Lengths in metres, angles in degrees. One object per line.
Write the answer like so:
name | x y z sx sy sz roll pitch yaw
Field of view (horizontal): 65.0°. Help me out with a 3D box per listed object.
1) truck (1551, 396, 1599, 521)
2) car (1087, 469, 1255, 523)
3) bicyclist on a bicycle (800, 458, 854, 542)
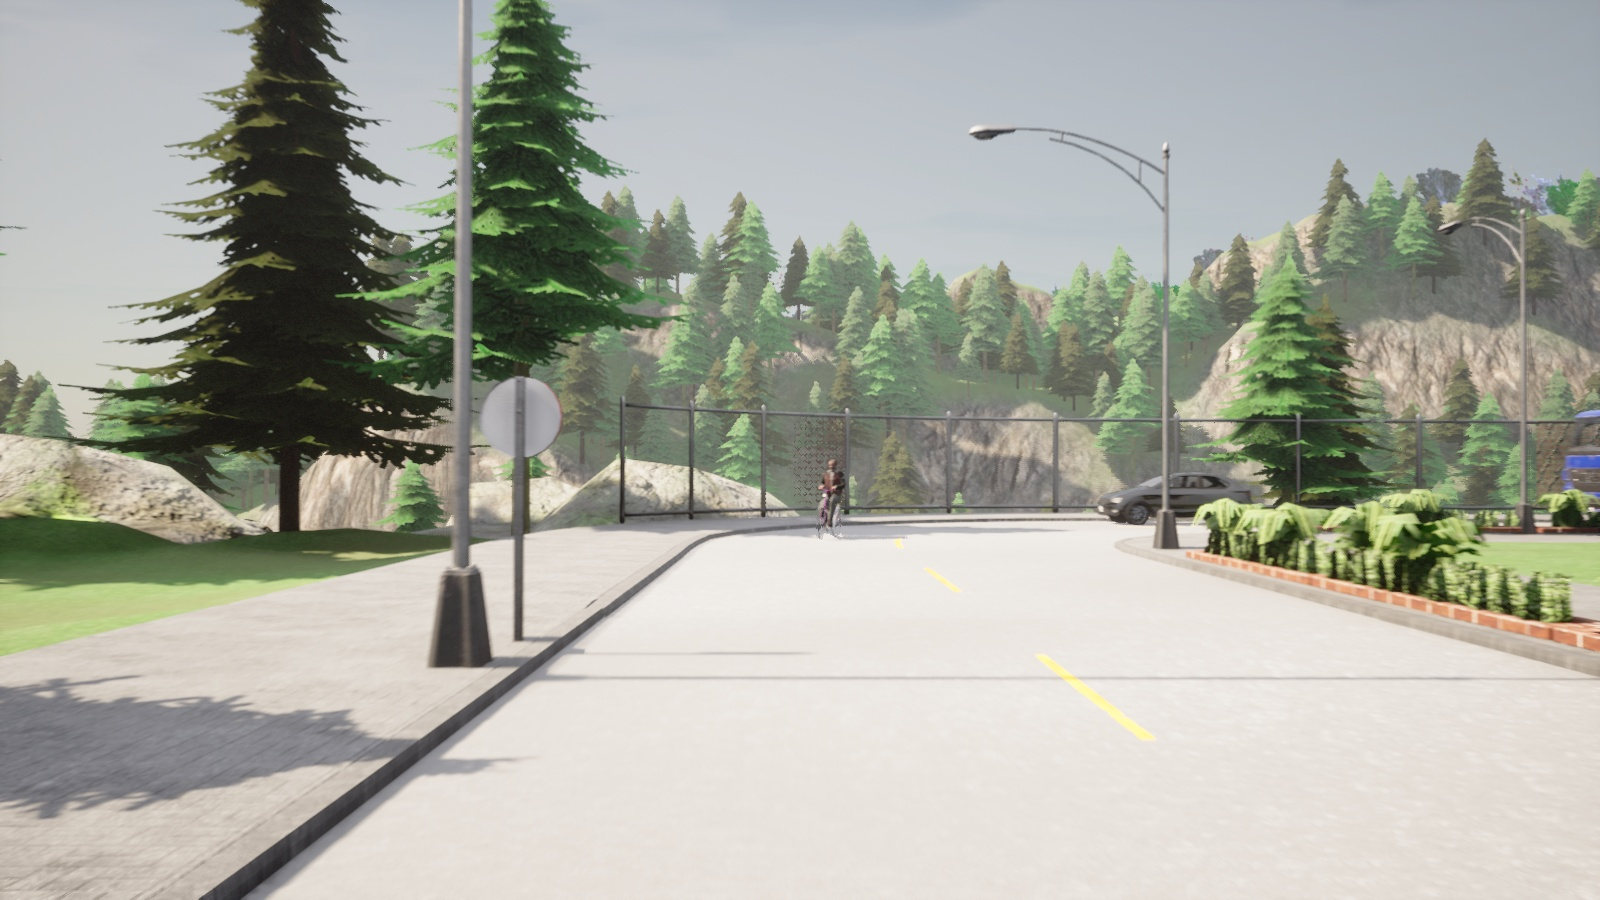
truck | 26.291 0.233 35.841 7.936 3.462 2.891 0 -1 0
car | 10.474 1.289 35.627 4.193 1.474 1.816 0 -1 -4
bicyclist on a bicycle | 0.609 1.072 27.592 0.659 1.776 1.843 1 -1 17
